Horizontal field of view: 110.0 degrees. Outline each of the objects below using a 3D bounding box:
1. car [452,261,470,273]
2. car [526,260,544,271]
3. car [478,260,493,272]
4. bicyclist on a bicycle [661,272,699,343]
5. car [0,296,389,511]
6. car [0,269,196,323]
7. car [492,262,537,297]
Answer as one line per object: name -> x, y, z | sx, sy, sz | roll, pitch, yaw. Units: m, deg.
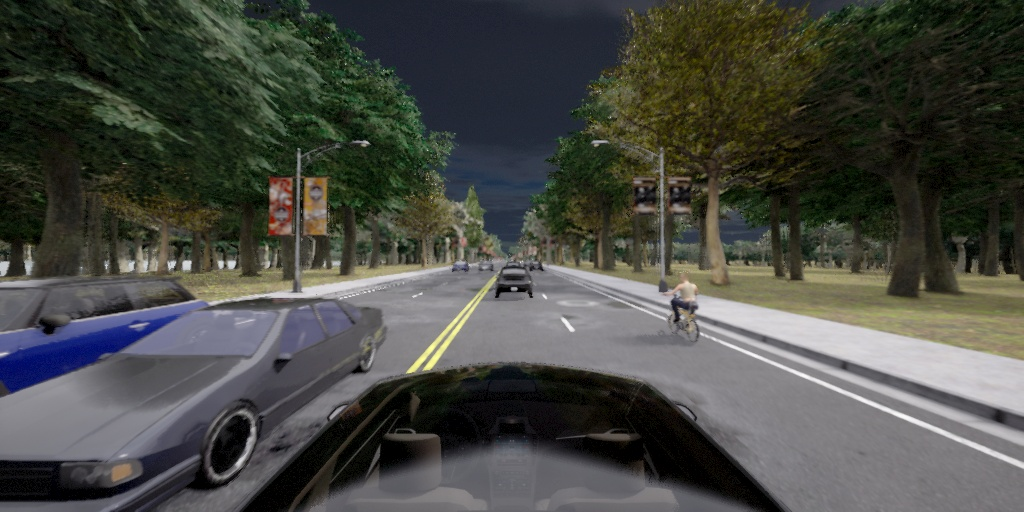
car -> -6.574, 1.354, 46.322 | 1.812, 1.442, 4.674 | 0, 0, 0
car -> 3.360, 1.367, 50.845 | 1.812, 1.442, 4.674 | 0, 0, 0
car -> -3.325, 1.320, 46.315 | 2.128, 1.511, 4.902 | 0, 0, 0
bicyclist on a bicycle -> 4.154, 1.192, 8.728 | 0.866, 1.612, 1.509 | 0, 0, 0
car -> -3.349, 1.300, 4.822 | 2.033, 1.411, 5.357 | 0, 0, 0
car -> -6.598, 1.104, 4.849 | 2.097, 1.767, 4.553 | 0, 0, 0
car -> 0.101, 1.273, 18.970 | 1.837, 1.490, 4.892 | 0, 0, 0
